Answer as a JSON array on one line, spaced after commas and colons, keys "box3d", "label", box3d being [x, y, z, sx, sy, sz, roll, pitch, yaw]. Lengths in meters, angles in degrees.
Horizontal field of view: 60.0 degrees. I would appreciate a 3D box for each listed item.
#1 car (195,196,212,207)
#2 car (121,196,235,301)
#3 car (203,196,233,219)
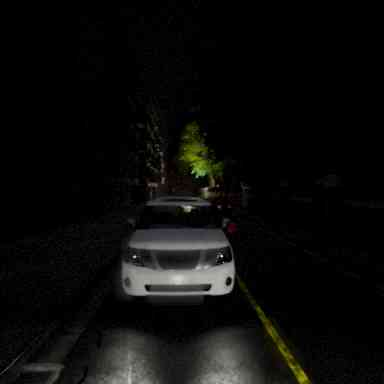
[{"box3d": [1.541, 1.348, 46.069, 1.994, 1.385, 4.181, 0, 0, -2], "label": "car"}, {"box3d": [-0.330, 1.178, 8.564, 2.150, 2.045, 5.566, 0, 0, -2], "label": "car"}, {"box3d": [2.107, 1.216, 28.294, 2.097, 1.767, 4.553, 0, 0, -2], "label": "car"}]
